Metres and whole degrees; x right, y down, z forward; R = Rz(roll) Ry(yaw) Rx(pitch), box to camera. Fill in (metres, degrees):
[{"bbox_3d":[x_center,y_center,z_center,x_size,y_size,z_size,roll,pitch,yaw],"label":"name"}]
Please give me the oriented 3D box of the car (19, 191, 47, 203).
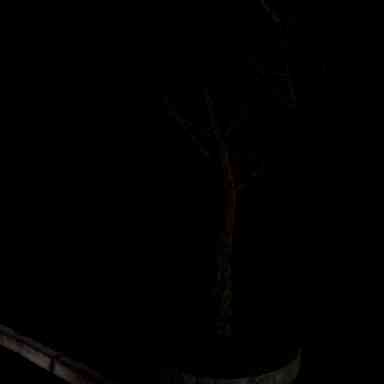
[{"bbox_3d":[-20.020,0.923,40.784,2.150,2.045,5.566,1,0,32],"label":"car"}]
